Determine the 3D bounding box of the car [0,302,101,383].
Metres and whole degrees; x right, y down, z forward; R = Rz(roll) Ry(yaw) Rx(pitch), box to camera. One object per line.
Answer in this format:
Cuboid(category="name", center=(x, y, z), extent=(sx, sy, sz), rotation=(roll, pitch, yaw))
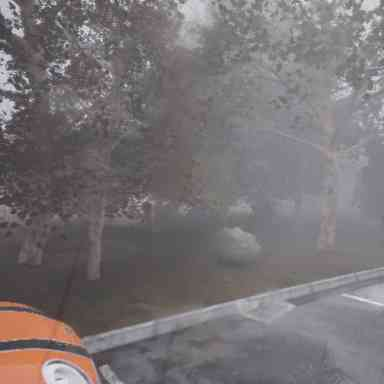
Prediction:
Cuboid(category="car", center=(-2.872, 1.351, 2.011), extent=(4.553, 1.767, 2.185), rotation=(0, 0, -33))
